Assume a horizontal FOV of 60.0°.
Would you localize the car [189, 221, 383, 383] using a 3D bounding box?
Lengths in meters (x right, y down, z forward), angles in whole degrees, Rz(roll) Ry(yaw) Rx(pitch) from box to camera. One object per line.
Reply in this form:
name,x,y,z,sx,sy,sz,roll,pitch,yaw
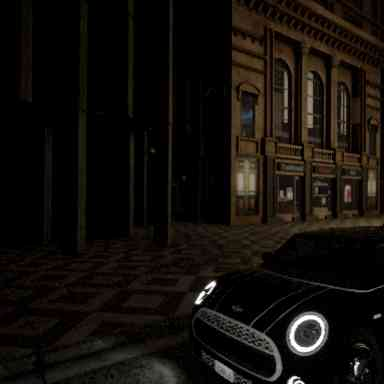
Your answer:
car,2.173,1.365,4.942,4.553,1.767,2.097,0,0,-36
